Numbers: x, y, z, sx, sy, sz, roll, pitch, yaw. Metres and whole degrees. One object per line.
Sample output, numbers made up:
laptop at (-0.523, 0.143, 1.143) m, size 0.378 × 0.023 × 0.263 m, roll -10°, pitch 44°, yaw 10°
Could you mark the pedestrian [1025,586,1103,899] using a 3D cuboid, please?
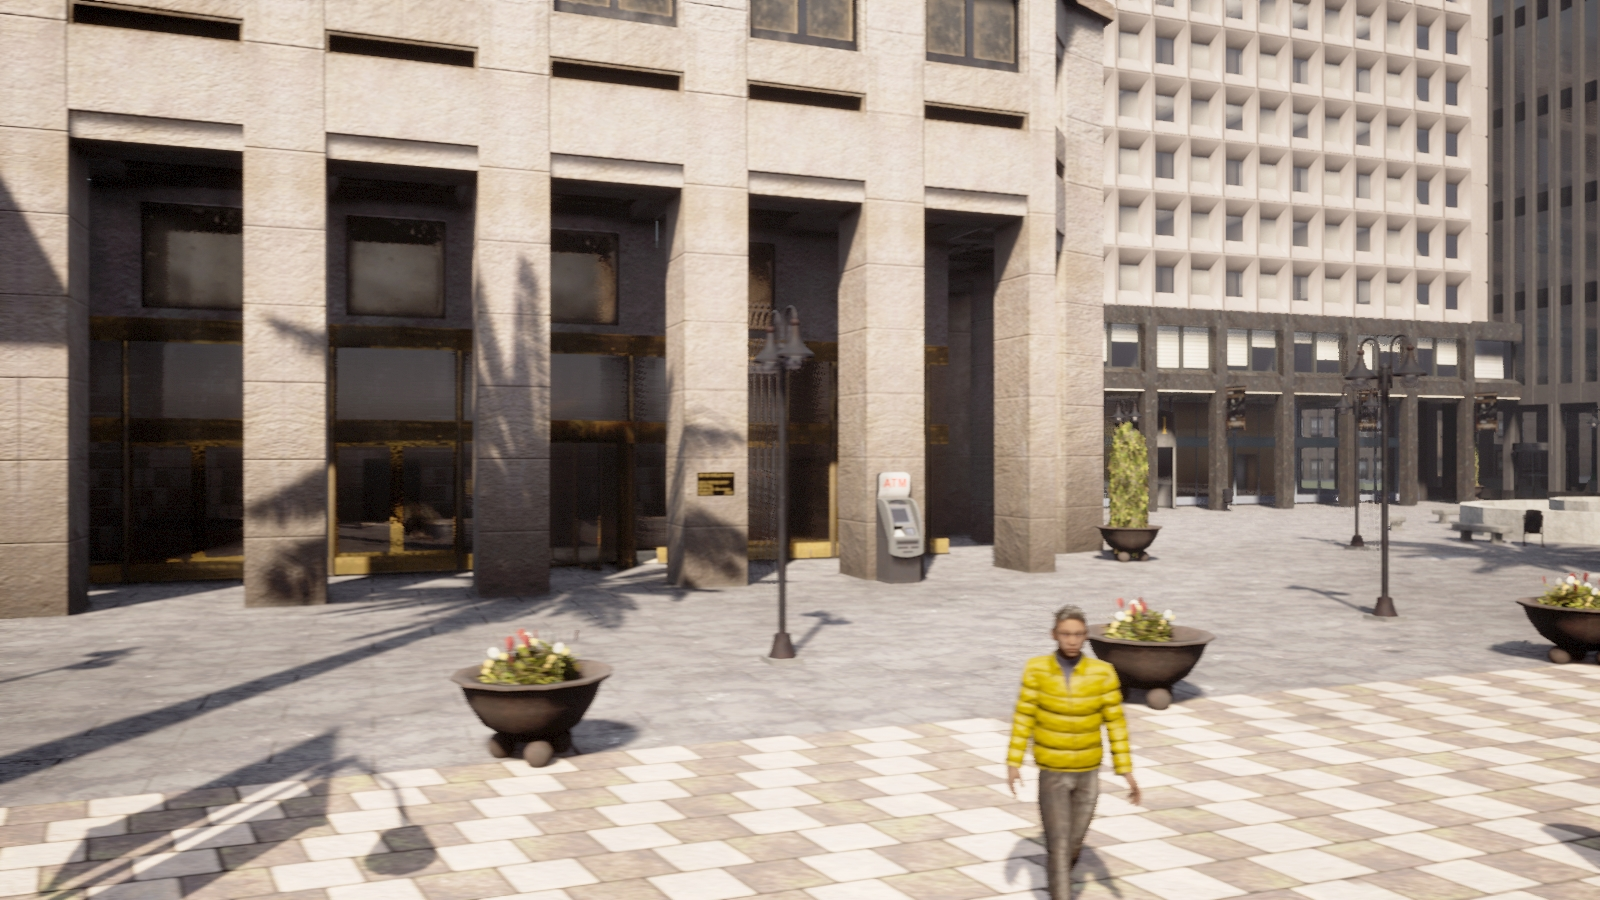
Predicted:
pedestrian at (1.429, 1.694, 6.216) m, size 0.375 × 1.860 × 0.375 m, roll 0°, pitch 0°, yaw 8°
